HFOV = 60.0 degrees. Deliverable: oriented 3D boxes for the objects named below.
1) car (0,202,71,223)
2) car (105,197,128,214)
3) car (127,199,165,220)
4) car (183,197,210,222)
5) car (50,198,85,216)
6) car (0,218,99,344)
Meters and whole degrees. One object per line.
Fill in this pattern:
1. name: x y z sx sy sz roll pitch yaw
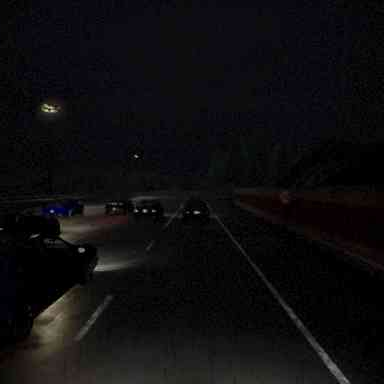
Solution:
1. car: -6.796 1.372 12.882 2.128 1.511 4.902 0 0 0
2. car: -6.652 1.219 30.841 2.128 1.511 4.902 0 0 0
3. car: -3.197 1.327 25.295 2.033 1.411 5.357 0 0 0
4. car: 0.288 1.344 23.813 2.033 1.411 5.357 0 1 0
5. car: -10.186 1.235 26.727 1.882 1.535 5.008 0 0 0
6. car: -3.357 1.489 6.242 2.033 1.411 5.357 0 0 0
